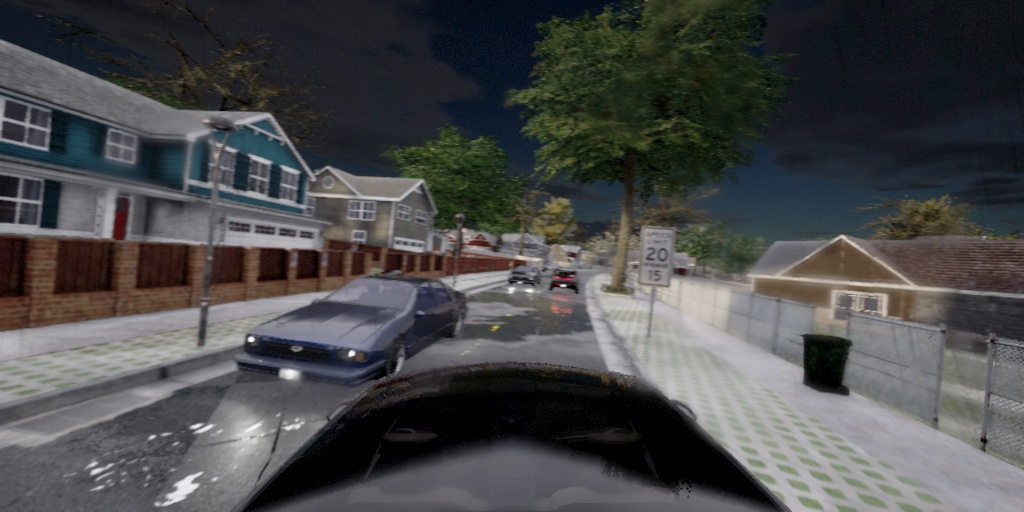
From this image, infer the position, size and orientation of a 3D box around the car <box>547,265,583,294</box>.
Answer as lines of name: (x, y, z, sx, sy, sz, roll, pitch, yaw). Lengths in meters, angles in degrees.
car: (3.619, 1.607, 24.190, 1.837, 1.490, 4.892, 5, 0, 11)

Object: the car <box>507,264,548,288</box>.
car: (1.080, 1.392, 25.938, 2.033, 1.411, 5.357, 5, 0, 12)

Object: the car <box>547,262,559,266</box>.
car: (4.653, 1.371, 41.521, 2.033, 1.411, 5.357, 5, 0, 14)

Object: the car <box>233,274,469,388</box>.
car: (-2.287, 1.093, 7.003, 2.033, 1.411, 5.357, 5, 0, 8)
